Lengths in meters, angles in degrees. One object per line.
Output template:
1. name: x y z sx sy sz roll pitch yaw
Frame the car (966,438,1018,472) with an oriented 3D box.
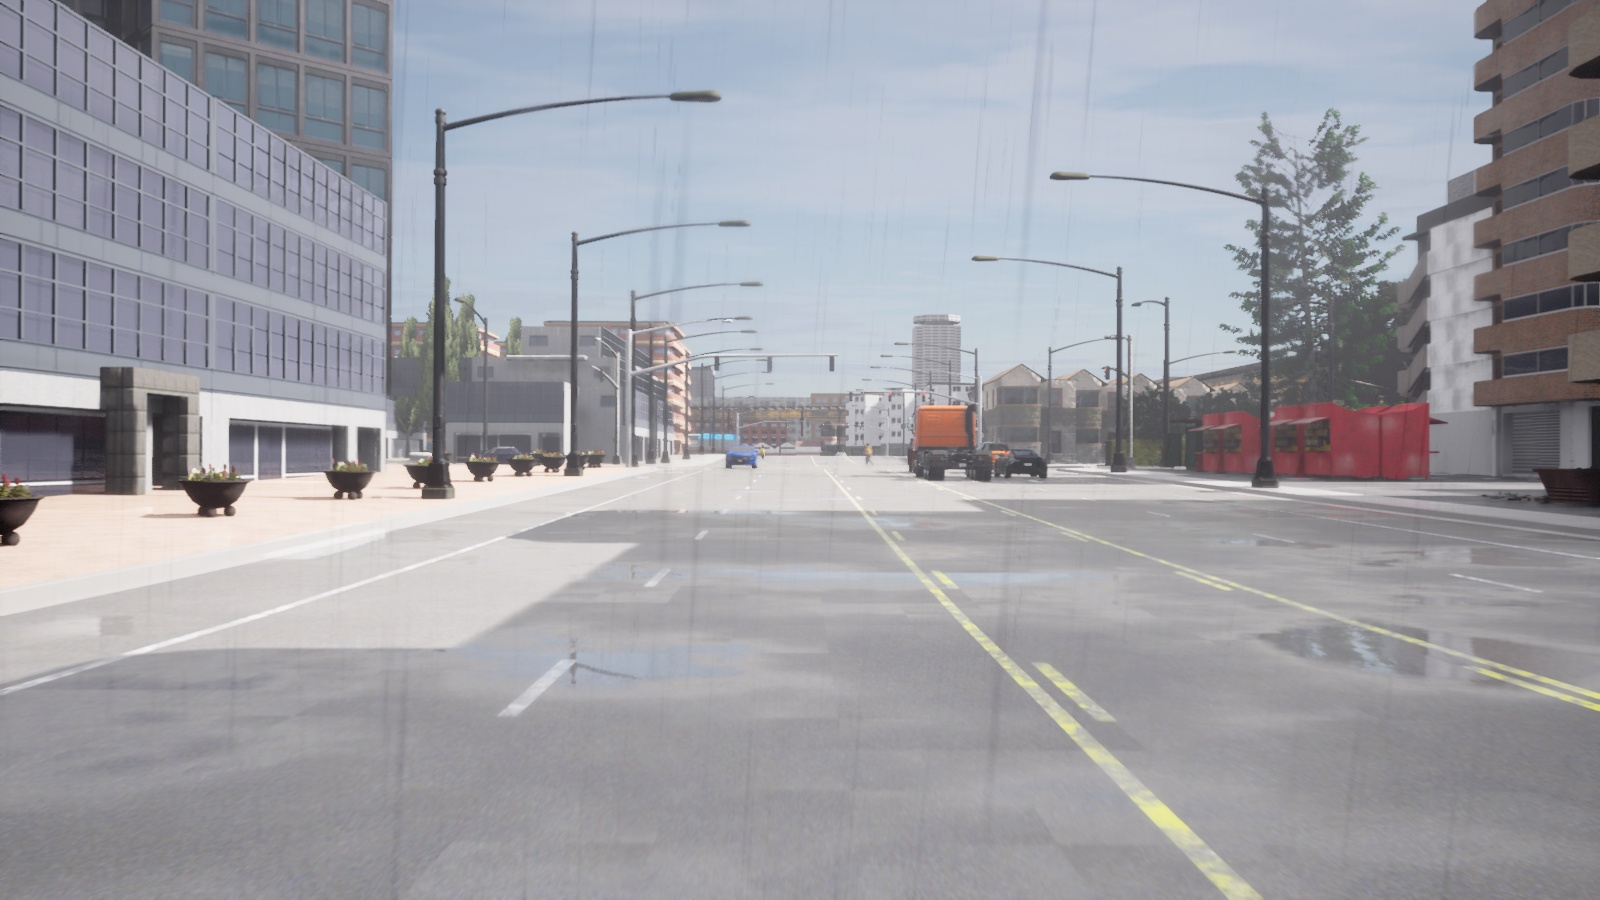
1. car: 10.332 0.273 67.867 2.097 1.767 4.553 0 0 0

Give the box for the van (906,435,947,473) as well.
1. van: 6.831 0.182 68.197 1.775 1.987 4.442 0 0 0

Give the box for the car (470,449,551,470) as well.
1. car: -18.561 0.595 80.676 4.718 1.301 1.895 0 0 0

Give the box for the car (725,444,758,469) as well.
1. car: -3.696 0.436 80.026 1.882 1.535 5.008 0 0 0

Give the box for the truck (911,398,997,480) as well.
1. truck: 6.856 -0.481 57.102 2.891 3.462 7.936 0 1 0

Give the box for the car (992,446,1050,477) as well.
1. car: 10.356 0.533 59.195 1.994 1.385 4.181 0 0 0
